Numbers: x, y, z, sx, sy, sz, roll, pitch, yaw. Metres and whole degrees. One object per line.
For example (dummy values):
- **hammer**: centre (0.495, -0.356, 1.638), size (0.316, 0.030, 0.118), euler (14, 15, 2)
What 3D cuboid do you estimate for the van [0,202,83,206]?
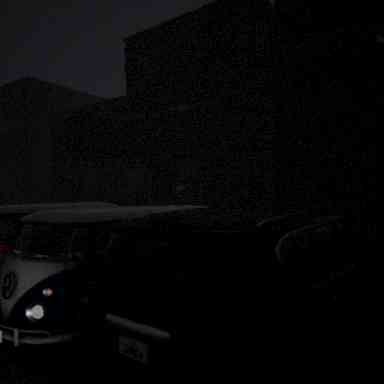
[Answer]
- **van**: centre (-3.341, 1.256, 7.883), size (1.878, 1.987, 4.442), euler (0, 0, 35)

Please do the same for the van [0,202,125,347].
- **van**: centre (-1.216, 1.254, 6.080), size (1.878, 1.987, 4.442), euler (0, 0, 35)

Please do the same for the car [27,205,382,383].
- **car**: centre (1.132, 1.229, 4.583), size (2.435, 2.045, 5.566), euler (0, 0, 36)
